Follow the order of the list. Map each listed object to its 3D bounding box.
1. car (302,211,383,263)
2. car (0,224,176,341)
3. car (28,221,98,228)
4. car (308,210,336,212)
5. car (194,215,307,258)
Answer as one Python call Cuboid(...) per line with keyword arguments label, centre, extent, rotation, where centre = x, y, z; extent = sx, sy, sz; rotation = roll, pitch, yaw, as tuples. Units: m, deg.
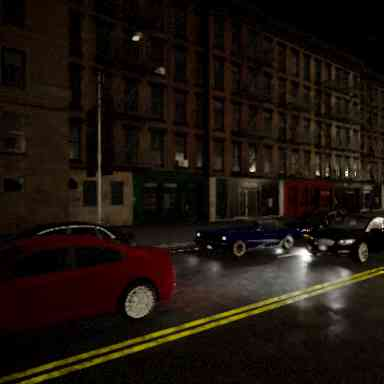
Cuboid(label="car", centre=(6.347, 1.628, 12.675), extent=(4.902, 1.511, 2.128), rotation=(1, -1, -37))
Cuboid(label="car", centre=(-2.638, 1.528, 5.797), extent=(5.008, 1.535, 1.882), rotation=(1, -1, -37))
Cuboid(label="car", centre=(-3.795, 1.584, 9.004), extent=(4.892, 1.490, 1.837), rotation=(1, -1, -37))
Cuboid(label="car", centre=(6.545, 1.682, 16.920), extent=(4.892, 1.490, 1.837), rotation=(1, -1, -37))
Cuboid(label="car", centre=(2.394, 1.737, 13.625), extent=(4.718, 1.301, 1.895), rotation=(1, -1, -37))
